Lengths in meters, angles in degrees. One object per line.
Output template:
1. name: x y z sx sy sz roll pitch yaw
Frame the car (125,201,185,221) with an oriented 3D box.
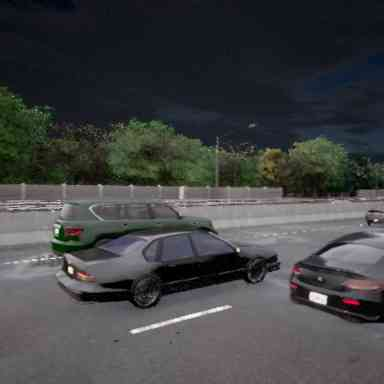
1. car: -3.001 1.550 27.640 4.674 1.442 1.812 0 0 -35

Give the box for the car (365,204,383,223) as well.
1. car: 13.265 1.545 21.797 4.902 1.511 2.128 0 0 -35

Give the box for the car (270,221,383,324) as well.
1. car: 3.883 1.531 6.635 4.674 1.442 1.812 0 0 -35

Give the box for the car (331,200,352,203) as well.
1. car: 16.537 1.615 37.164 4.674 1.442 1.812 0 0 -35

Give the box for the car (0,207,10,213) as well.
1. car: -17.330 1.547 26.023 5.357 1.411 2.033 0 0 -35

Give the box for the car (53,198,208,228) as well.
1. car: -1.705 1.224 11.126 5.566 2.045 2.150 0 0 -35

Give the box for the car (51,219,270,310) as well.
1. car: -0.291 1.549 7.843 5.357 1.411 2.033 0 0 -36
